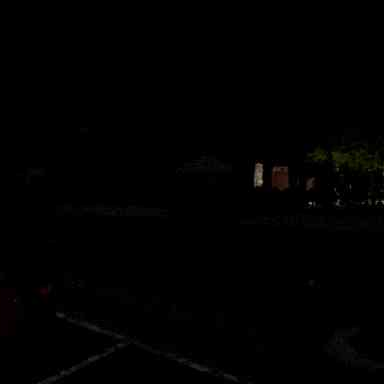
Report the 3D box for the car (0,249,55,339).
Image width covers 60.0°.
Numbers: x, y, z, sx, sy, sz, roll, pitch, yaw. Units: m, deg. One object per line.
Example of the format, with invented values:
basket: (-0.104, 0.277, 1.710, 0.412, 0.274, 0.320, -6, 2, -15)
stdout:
car: (-4.015, 1.578, 5.685, 4.206, 1.307, 1.802, 0, -1, 36)
